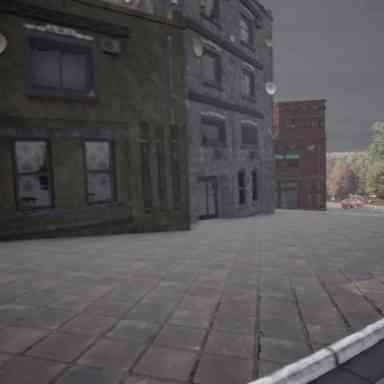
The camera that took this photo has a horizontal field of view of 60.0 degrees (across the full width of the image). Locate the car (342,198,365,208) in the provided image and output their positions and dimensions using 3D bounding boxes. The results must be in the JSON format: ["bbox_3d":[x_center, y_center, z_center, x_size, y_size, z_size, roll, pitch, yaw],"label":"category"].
[{"bbox_3d":[27.555,1.841,56.928,2.097,1.767,4.553,-2,-1,1],"label":"car"}]
